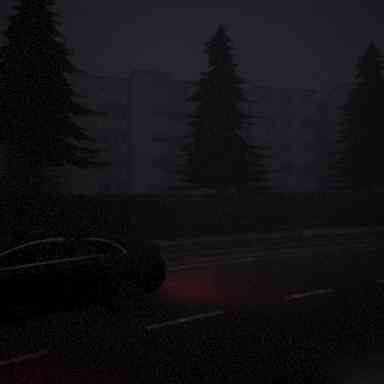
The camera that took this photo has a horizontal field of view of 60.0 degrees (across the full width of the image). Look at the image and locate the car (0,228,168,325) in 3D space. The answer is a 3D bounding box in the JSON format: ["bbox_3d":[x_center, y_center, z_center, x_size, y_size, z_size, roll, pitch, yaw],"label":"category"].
[{"bbox_3d":[-2.810,1.455,5.967,4.902,1.511,2.128,0,0,-32],"label":"car"}]
